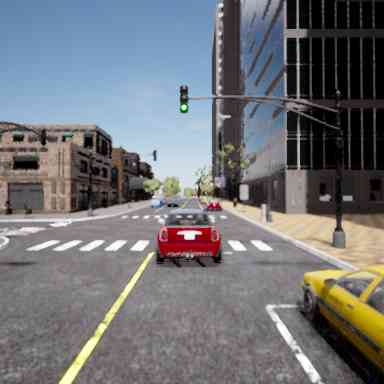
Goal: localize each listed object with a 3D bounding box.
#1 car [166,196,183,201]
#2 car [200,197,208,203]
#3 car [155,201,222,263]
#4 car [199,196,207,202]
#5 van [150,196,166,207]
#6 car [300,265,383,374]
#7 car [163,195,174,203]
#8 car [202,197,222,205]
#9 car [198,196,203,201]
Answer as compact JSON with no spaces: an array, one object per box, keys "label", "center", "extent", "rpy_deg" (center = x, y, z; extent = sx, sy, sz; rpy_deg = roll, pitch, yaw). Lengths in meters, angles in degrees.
[{"label":"car","center":[-3.059,1.738,54.087],"extent":[2.033,1.411,5.357],"rpy_deg":[0,0,0]},{"label":"car","center":[2.717,1.793,75.537],"extent":[1.752,1.417,4.829],"rpy_deg":[1,0,0]},{"label":"car","center":[-0.191,1.395,12.300],"extent":[2.097,1.767,4.553],"rpy_deg":[0,0,-3]},{"label":"car","center":[2.719,1.851,86.437],"extent":[1.887,1.381,4.507],"rpy_deg":[1,0,0]},{"label":"van","center":[-5.665,1.529,53.244],"extent":[1.690,1.788,3.998],"rpy_deg":[1,0,0]},{"label":"car","center":[2.840,1.541,4.381],"extent":[1.752,1.417,4.829],"rpy_deg":[1,0,0]},{"label":"car","center":[-5.659,1.602,80.916],"extent":[2.192,1.841,5.009],"rpy_deg":[1,0,0]},{"label":"car","center":[2.711,1.588,42.158],"extent":[1.967,1.590,4.097],"rpy_deg":[1,0,0]},{"label":"car","center":[2.716,1.773,70.003],"extent":[1.752,1.417,4.829],"rpy_deg":[1,0,0]}]
